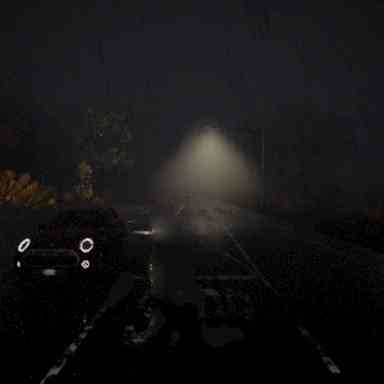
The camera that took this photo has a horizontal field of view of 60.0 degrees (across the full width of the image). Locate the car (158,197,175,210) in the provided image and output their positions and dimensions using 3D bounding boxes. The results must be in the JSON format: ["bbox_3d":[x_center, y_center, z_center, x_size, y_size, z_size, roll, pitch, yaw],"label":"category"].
[{"bbox_3d":[-3.172,1.419,41.616,1.812,1.442,4.674,0,0,0],"label":"car"}]

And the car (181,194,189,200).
[{"bbox_3d":[-1.848,1.309,88.237,1.812,1.442,4.674,0,0,6],"label":"car"}]

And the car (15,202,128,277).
[{"bbox_3d":[-3.406,1.264,10.207,2.097,1.767,4.553,0,2,1],"label":"car"}]
